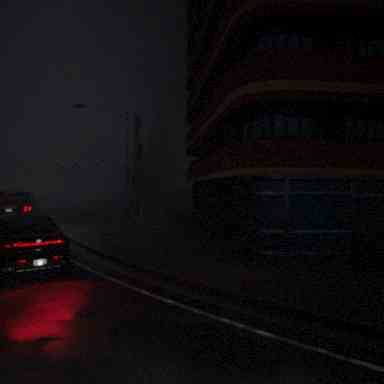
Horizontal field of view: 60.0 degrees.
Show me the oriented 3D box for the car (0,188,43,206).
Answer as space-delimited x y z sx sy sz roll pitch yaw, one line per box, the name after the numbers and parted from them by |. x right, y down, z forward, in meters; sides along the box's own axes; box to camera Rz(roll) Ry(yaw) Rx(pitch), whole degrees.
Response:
-9.998 0.971 18.965 2.150 2.045 5.566 0 1 -21 | car

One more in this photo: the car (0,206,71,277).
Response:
-5.084 1.378 9.758 1.837 1.490 4.892 0 1 -38 | car
